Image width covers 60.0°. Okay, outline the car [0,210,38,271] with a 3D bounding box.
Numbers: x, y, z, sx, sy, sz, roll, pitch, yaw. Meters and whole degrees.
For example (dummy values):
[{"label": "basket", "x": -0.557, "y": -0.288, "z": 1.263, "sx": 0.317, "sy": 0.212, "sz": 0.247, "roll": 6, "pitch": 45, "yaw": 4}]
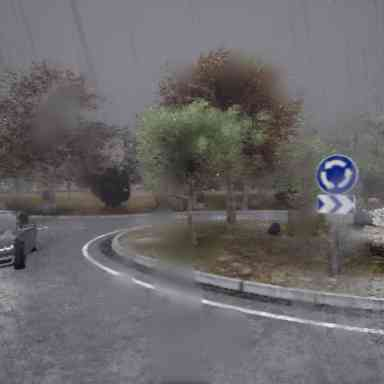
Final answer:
[{"label": "car", "x": -5.829, "y": 1.353, "z": 9.922, "sx": 1.837, "sy": 1.490, "sz": 4.892, "roll": -4, "pitch": 1, "yaw": -19}]
